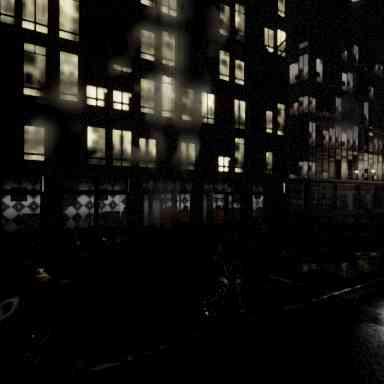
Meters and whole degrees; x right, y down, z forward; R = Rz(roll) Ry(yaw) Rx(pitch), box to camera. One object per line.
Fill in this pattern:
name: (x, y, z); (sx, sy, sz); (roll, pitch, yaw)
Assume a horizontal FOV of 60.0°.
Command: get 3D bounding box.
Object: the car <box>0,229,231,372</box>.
car: (-1.352, 1.440, 5.589); (4.097, 1.590, 1.967); (0, 0, -35)
